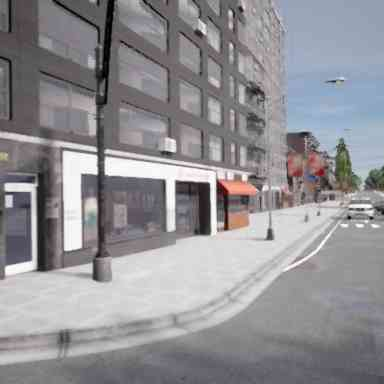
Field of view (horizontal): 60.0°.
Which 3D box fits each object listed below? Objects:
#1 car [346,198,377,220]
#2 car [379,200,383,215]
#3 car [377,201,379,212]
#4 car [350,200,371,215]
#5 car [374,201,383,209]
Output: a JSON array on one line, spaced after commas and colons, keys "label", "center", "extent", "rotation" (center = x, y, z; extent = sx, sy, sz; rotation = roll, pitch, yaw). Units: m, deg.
[{"label": "car", "center": [16.471, 1.583, 32.485], "extent": [2.150, 2.045, 5.566], "rotation": [-1, -1, 27]}, {"label": "car", "center": [23.451, 1.896, 39.074], "extent": [1.882, 1.535, 5.008], "rotation": [-1, -1, 27]}, {"label": "car", "center": [28.022, 1.919, 48.059], "extent": [2.097, 1.767, 4.553], "rotation": [-1, -1, 27]}, {"label": "car", "center": [20.836, 1.846, 41.102], "extent": [2.097, 1.767, 4.553], "rotation": [-1, -1, 27]}, {"label": "car", "center": [33.852, 2.301, 59.523], "extent": [2.033, 1.411, 5.357], "rotation": [-1, -1, 27]}]
